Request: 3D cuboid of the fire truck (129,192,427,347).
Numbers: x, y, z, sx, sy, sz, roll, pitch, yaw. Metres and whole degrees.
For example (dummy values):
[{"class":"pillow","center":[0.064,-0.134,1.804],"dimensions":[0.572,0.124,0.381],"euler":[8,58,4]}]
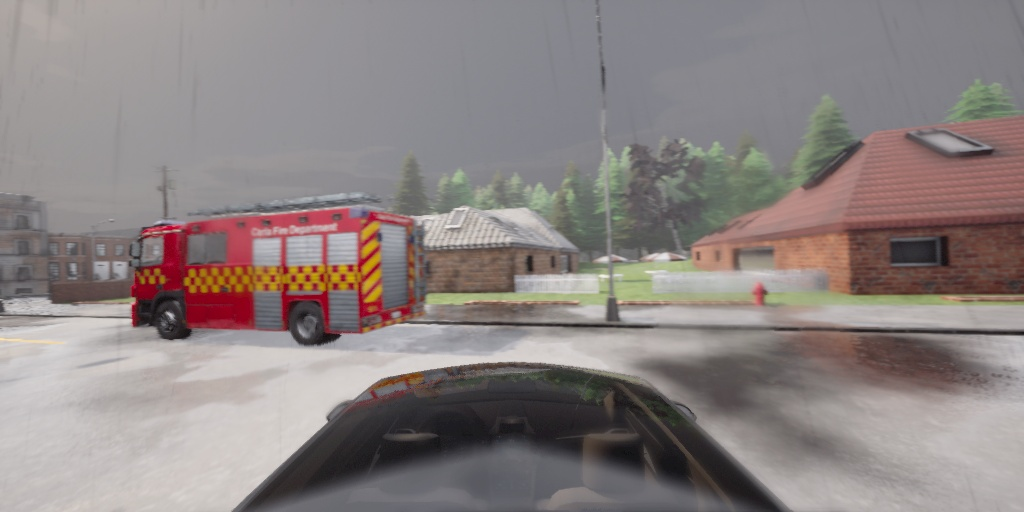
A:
[{"class":"fire truck","center":[-7.011,0.439,10.816],"dimensions":[8.468,3.827,2.891],"euler":[-2,-1,17]}]
